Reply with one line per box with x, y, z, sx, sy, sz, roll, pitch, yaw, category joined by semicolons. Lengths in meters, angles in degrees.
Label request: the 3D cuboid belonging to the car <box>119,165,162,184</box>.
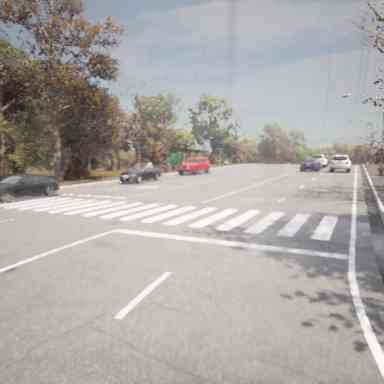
-4.569;-1.639;30.005;2.128;1.511;4.902;3;7;26;car

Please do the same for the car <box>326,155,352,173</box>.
18.095;-3.474;40.529;2.150;2.045;5.566;3;8;27;car

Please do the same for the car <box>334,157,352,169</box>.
22.761;-4.395;50.050;2.128;1.511;4.902;3;8;26;car

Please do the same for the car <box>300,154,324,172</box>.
15.243;-3.553;42.644;2.097;1.767;4.553;3;8;27;car

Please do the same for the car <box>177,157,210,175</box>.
0.305;-3.131;39.761;2.150;2.045;5.566;3;7;26;car

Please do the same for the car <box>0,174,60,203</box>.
-9.887;-0.314;19.310;1.812;1.442;4.674;3;7;26;car

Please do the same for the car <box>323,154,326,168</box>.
19.632;-4.805;51.587;2.150;2.045;5.566;3;8;26;car
